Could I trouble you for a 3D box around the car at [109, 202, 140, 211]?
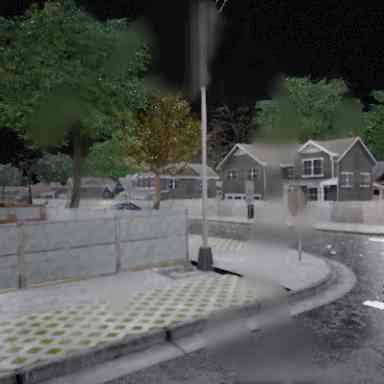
[{"bbox_3d":[-7.369,1.840,35.785,1.882,1.535,5.008,-1,0,-36],"label":"car"}]
